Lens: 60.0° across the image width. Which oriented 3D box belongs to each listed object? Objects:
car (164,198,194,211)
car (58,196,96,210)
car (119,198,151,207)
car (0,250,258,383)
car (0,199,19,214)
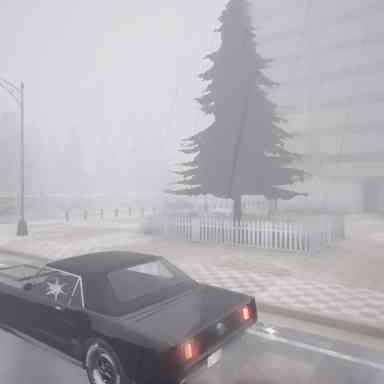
[{"bbox_3d":[-1.579,1.525,41.721,1.812,1.442,4.674,0,0,36],"label":"car"},{"bbox_3d":[-14.505,1.352,42.068,2.097,1.767,4.553,0,0,36],"label":"car"},{"bbox_3d":[-8.490,1.547,50.392,2.033,1.411,5.357,0,0,36],"label":"car"},{"bbox_3d":[-1.538,1.601,5.108,4.718,1.301,1.895,0,0,36],"label":"car"},{"bbox_3d":[-20.406,1.478,33.896,1.882,1.535,5.008,0,0,36],"label":"car"}]
